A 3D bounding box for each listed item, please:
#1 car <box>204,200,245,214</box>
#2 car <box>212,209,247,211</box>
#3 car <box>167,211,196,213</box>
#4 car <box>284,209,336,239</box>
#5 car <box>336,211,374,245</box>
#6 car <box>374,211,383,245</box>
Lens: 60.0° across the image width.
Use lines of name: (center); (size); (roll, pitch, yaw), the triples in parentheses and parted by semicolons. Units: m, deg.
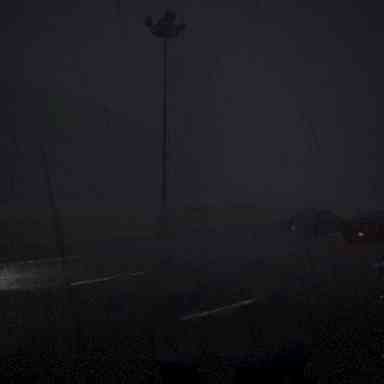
car: (3.865, 1.738, 39.299); (4.902, 1.511, 2.128); (1, 0, -44)
car: (4.198, 1.687, 30.075); (4.902, 1.511, 2.128); (1, 0, -42)
car: (-0.061, 1.654, 30.969); (5.008, 1.535, 1.882); (1, 0, -41)
car: (6.891, 1.669, 18.229); (4.674, 1.442, 1.812); (1, 0, -40)
car: (8.852, 1.616, 15.302); (5.008, 1.535, 1.882); (1, 0, -40)
car: (7.826, 1.323, 9.915); (5.566, 2.045, 2.150); (1, 0, -39)
